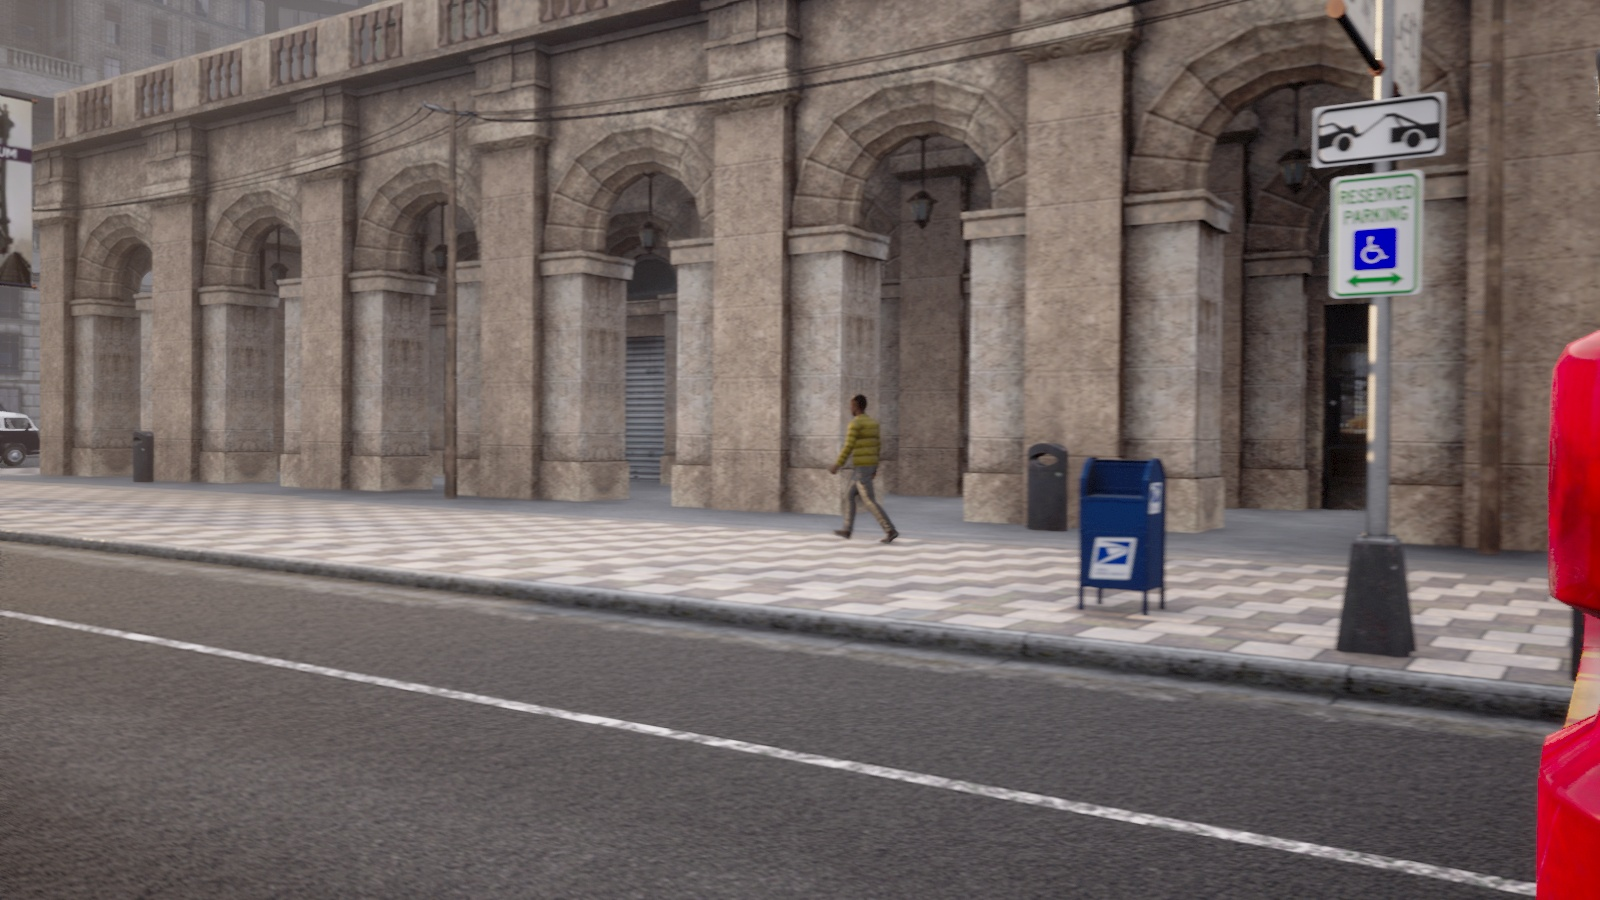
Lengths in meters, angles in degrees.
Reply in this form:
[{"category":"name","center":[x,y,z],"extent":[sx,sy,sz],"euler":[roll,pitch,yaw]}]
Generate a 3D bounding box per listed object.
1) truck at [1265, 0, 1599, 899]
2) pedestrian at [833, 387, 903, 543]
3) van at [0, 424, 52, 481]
[{"category":"truck","center":[4.880,-0.482,0.355],"extent":[8.468,3.827,2.891],"euler":[0,1,34]},{"category":"pedestrian","center":[0.825,0.173,15.154],"extent":[0.709,1.840,0.431],"euler":[0,1,33]},{"category":"van","center":[-29.713,0.111,44.995],"extent":[2.069,2.038,4.480],"euler":[0,1,33]}]
